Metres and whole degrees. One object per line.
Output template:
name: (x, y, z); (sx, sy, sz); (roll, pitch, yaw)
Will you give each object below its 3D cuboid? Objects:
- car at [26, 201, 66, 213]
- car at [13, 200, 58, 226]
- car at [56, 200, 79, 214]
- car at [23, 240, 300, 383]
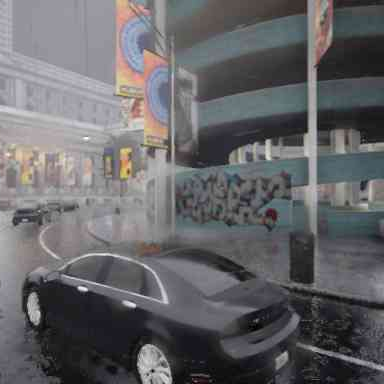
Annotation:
car: (-17.810, 1.769, 40.828); (1.895, 1.301, 4.718); (0, 0, 16)
car: (-11.521, 1.608, 24.369); (1.837, 1.490, 4.892); (-1, 0, -11)
car: (-14.679, 1.637, 37.686); (2.128, 1.511, 4.902); (0, 0, 11)
car: (-0.867, 1.524, 5.135); (4.892, 1.490, 1.837); (0, 1, 41)
